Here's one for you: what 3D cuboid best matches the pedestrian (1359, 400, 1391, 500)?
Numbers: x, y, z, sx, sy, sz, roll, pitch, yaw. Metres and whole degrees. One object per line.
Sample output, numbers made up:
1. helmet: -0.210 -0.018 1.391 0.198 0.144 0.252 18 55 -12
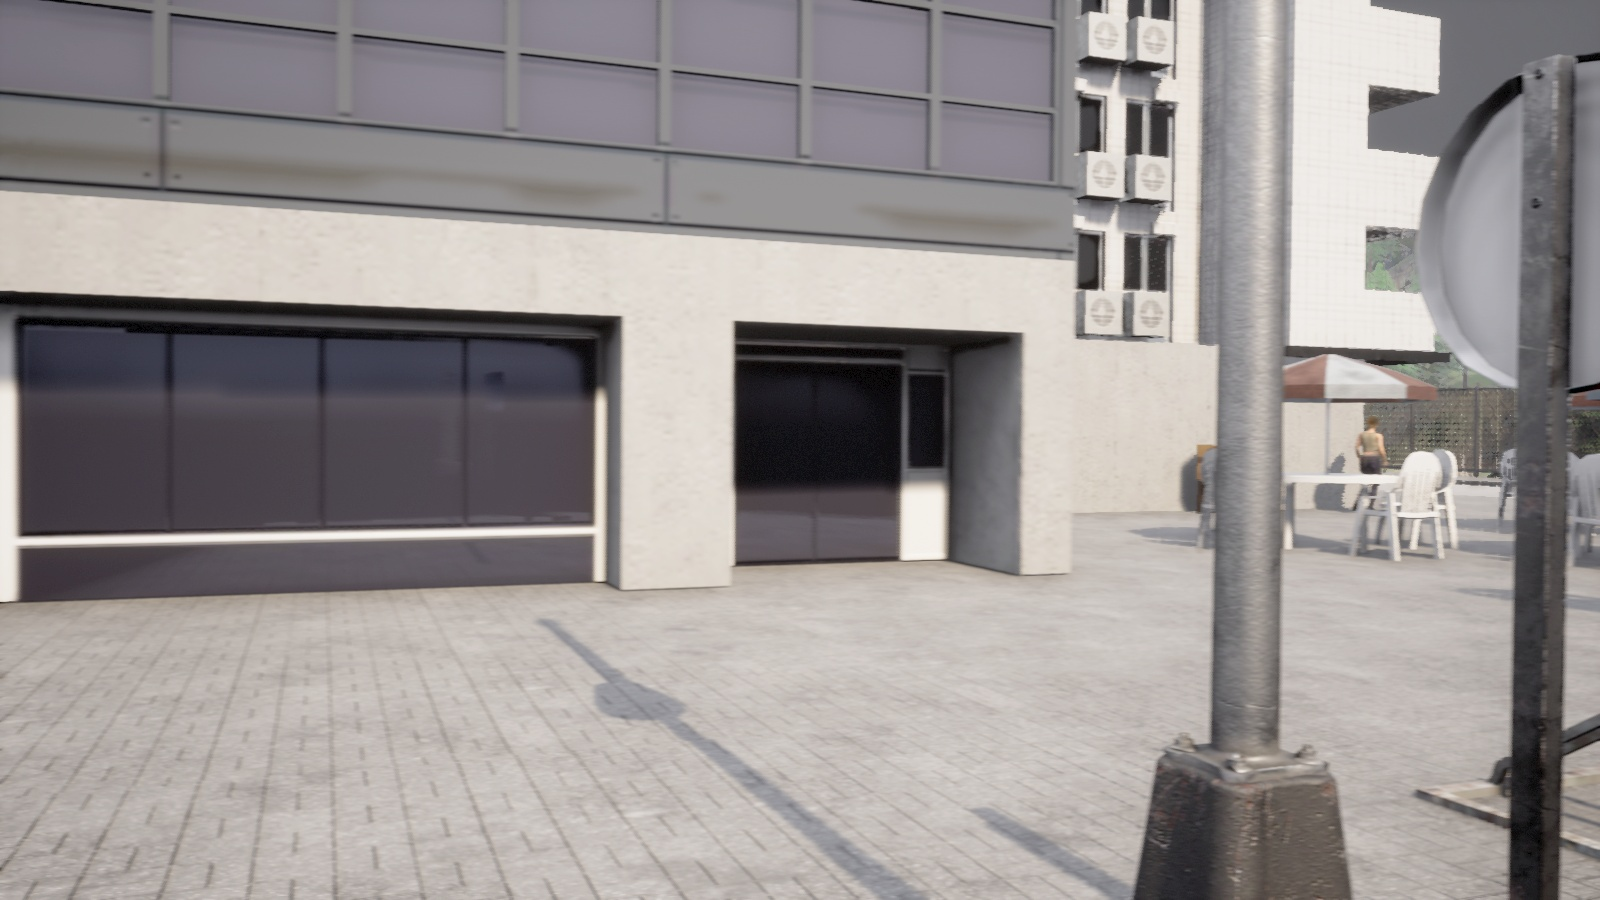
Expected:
1. pedestrian: 10.736 -0.006 23.443 0.594 1.836 0.345 -2 1 -43
